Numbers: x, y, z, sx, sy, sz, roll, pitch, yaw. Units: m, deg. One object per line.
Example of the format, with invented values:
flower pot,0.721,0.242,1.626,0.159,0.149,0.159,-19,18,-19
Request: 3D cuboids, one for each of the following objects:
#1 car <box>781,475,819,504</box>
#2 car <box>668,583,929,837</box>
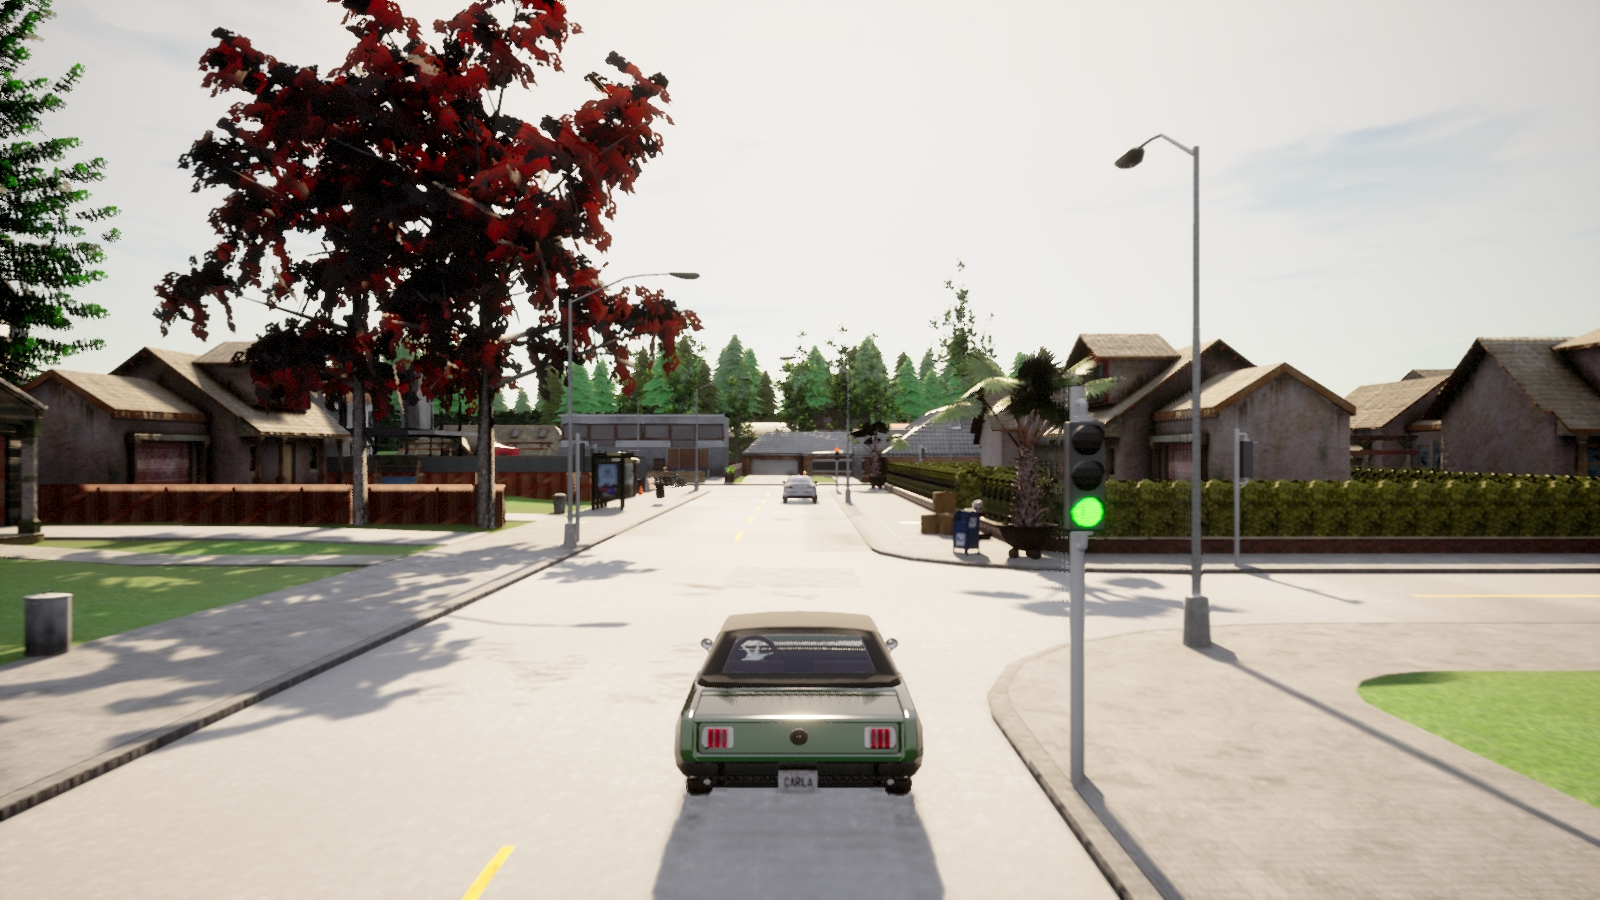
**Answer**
car,0.001,2.126,62.844,2.002,1.442,4.674,0,0,0
car,-0.006,2.163,10.657,1.895,1.301,4.718,0,0,0
